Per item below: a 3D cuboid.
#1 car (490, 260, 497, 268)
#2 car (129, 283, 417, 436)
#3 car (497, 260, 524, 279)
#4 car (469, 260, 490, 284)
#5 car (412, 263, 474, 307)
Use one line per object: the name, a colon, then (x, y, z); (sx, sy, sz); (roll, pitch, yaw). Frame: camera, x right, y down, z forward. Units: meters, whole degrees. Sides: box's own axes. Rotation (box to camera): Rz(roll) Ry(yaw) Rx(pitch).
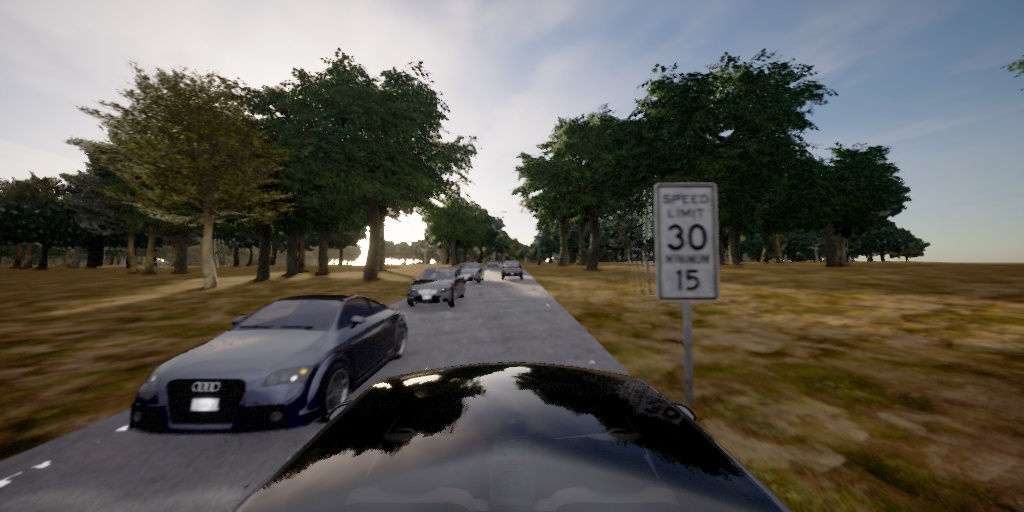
car: (-3.214, 1.305, 60.202); (1.895, 1.301, 4.718); (0, 0, 0)
car: (-3.100, 1.320, 5.625); (1.994, 1.385, 4.181); (0, 0, 0)
car: (0.015, 1.226, 31.524); (2.128, 1.511, 4.902); (0, 0, 0)
car: (-3.116, 1.237, 26.958); (2.128, 1.511, 4.902); (0, 0, 1)
car: (-3.129, 1.241, 15.652); (2.128, 1.511, 4.902); (0, 0, 0)
